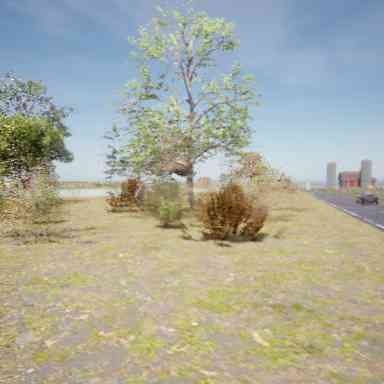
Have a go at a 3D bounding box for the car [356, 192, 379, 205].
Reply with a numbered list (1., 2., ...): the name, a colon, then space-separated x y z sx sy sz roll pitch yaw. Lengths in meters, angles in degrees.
1. car: 21.296 0.709 40.536 2.128 1.511 4.902 0 1 17
